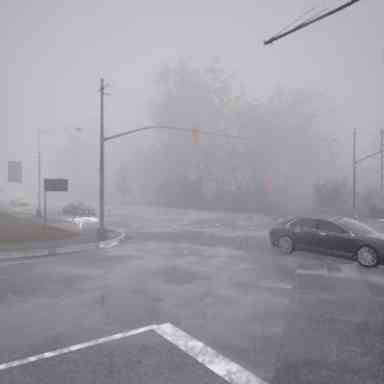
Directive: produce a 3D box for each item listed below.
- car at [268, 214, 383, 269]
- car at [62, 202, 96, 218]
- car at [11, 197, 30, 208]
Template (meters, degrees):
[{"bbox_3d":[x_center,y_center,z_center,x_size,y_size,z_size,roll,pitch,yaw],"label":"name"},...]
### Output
[{"bbox_3d":[4.957,1.585,11.565,1.837,1.490,4.892,0,0,-39],"label":"car"},{"bbox_3d":[-10.484,1.598,30.815,1.994,1.385,4.181,0,0,-39],"label":"car"},{"bbox_3d":[-25.805,1.519,49.916,1.882,1.535,5.008,0,0,-39],"label":"car"}]
